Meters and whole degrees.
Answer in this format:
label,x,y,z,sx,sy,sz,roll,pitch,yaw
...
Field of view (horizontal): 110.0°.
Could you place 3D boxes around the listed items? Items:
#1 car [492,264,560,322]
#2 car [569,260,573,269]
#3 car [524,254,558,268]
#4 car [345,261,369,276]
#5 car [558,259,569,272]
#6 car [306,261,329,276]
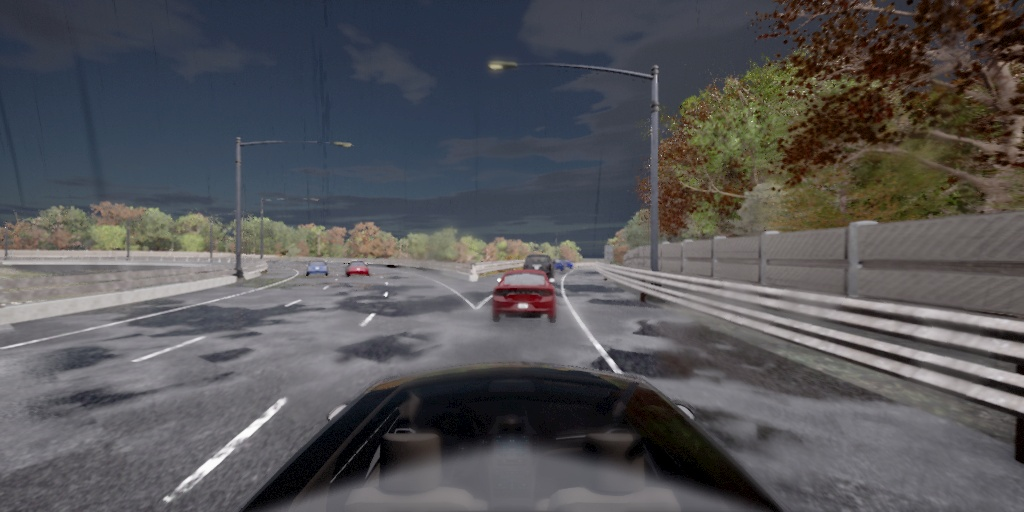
label,x,y,z,sx,sy,sz,roll,pitch,yaw
car,0.469,1.194,12.219,1.882,1.535,5.008,0,0,4
car,8.971,1.377,58.723,1.882,1.535,5.008,0,-2,13
car,2.099,0.891,27.125,2.150,2.045,5.566,0,0,8
car,-15.178,1.177,35.130,1.994,1.385,4.181,0,0,-27
car,5.570,1.113,44.393,1.882,1.535,5.008,0,0,13
car,-18.847,1.155,34.775,2.033,1.411,5.357,0,0,-28
